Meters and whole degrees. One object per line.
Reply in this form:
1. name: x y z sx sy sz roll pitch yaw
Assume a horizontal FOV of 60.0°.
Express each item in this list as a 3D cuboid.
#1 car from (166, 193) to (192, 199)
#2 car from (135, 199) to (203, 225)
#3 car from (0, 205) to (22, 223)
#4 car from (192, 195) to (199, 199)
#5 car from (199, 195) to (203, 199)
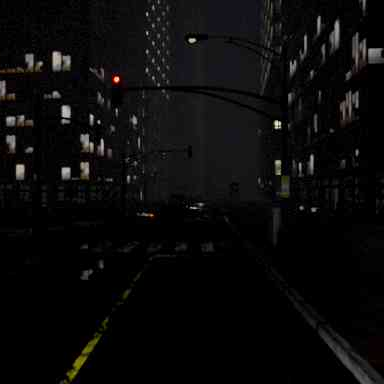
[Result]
1. car: -1.625 1.154 37.843 2.150 2.045 5.566 0 0 5
2. car: -1.648 1.537 24.440 2.033 1.411 5.357 0 1 40
3. car: -16.574 1.823 27.924 4.403 1.369 2.008 -1 1 10
4. car: -0.565 1.378 49.673 1.882 1.535 5.008 0 0 6
5. car: 1.073 1.362 63.744 1.837 1.490 4.892 0 0 8
